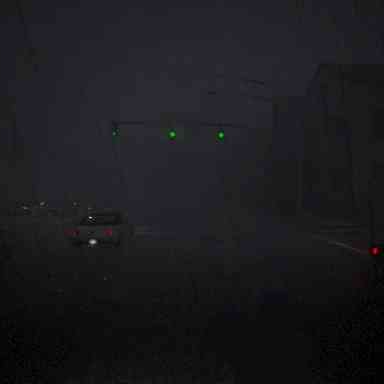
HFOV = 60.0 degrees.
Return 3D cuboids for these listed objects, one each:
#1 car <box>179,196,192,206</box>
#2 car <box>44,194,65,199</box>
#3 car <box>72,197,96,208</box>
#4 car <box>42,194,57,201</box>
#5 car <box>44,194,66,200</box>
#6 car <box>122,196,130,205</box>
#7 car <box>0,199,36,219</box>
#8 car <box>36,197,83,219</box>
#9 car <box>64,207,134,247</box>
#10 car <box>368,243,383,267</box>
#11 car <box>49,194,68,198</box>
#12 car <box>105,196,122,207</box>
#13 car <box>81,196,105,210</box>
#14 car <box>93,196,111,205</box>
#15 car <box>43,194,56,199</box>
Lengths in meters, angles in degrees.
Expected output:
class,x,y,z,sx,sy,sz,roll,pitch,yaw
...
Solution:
class,x,y,z,sx,sy,sz,roll,pitch,yaw
car,-1.068,1.399,53.538,1.882,1.535,5.008,0,0,-1
car,-34.290,1.025,83.049,1.853,1.218,4.536,0,0,27
car,-15.075,1.431,46.620,1.994,1.385,4.181,0,0,-1
car,-33.365,1.194,77.746,2.038,1.542,4.974,0,0,-38
car,-34.267,1.182,83.095,2.038,1.542,4.974,0,0,27
car,-11.734,1.416,56.582,2.033,1.411,5.357,0,0,-1
car,-14.723,1.386,27.688,2.128,1.511,4.902,0,0,-1
car,-11.237,1.435,28.539,1.812,1.442,4.674,0,0,-1
car,-3.746,1.566,14.654,1.895,1.301,4.718,0,0,-1
car,7.473,1.728,8.937,4.718,1.301,1.895,1,0,-8
car,-14.902,1.234,36.739,2.097,1.767,4.553,0,0,0
car,-11.562,1.448,46.190,1.994,1.385,4.181,0,0,0
car,-11.395,1.250,36.261,2.097,1.767,4.553,0,0,-1
car,-15.233,1.379,56.541,1.812,1.442,4.674,0,0,-1
car,-33.396,1.036,77.787,1.853,1.218,4.536,0,0,-38
